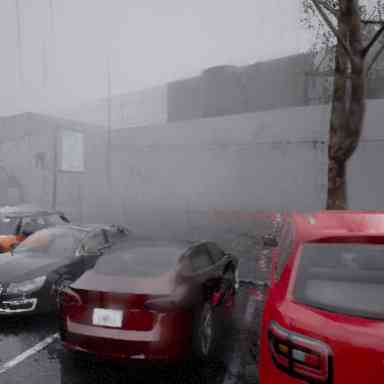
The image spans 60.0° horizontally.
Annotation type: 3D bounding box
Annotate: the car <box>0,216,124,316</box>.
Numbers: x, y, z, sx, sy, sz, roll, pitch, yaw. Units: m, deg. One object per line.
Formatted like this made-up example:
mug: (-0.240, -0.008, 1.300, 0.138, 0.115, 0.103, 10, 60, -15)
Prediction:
car: (-2.790, 1.501, 7.792, 2.231, 1.521, 4.892, 0, -1, 15)

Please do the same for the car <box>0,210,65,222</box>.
car: (-5.227, 1.382, 9.559, 2.185, 1.767, 4.553, 0, -1, 15)

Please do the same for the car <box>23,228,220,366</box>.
car: (-0.348, 1.523, 6.075, 2.163, 1.488, 4.792, 0, -1, 15)

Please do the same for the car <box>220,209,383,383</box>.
car: (2.099, 1.238, 4.335, 2.435, 2.045, 5.566, 0, -1, 15)
